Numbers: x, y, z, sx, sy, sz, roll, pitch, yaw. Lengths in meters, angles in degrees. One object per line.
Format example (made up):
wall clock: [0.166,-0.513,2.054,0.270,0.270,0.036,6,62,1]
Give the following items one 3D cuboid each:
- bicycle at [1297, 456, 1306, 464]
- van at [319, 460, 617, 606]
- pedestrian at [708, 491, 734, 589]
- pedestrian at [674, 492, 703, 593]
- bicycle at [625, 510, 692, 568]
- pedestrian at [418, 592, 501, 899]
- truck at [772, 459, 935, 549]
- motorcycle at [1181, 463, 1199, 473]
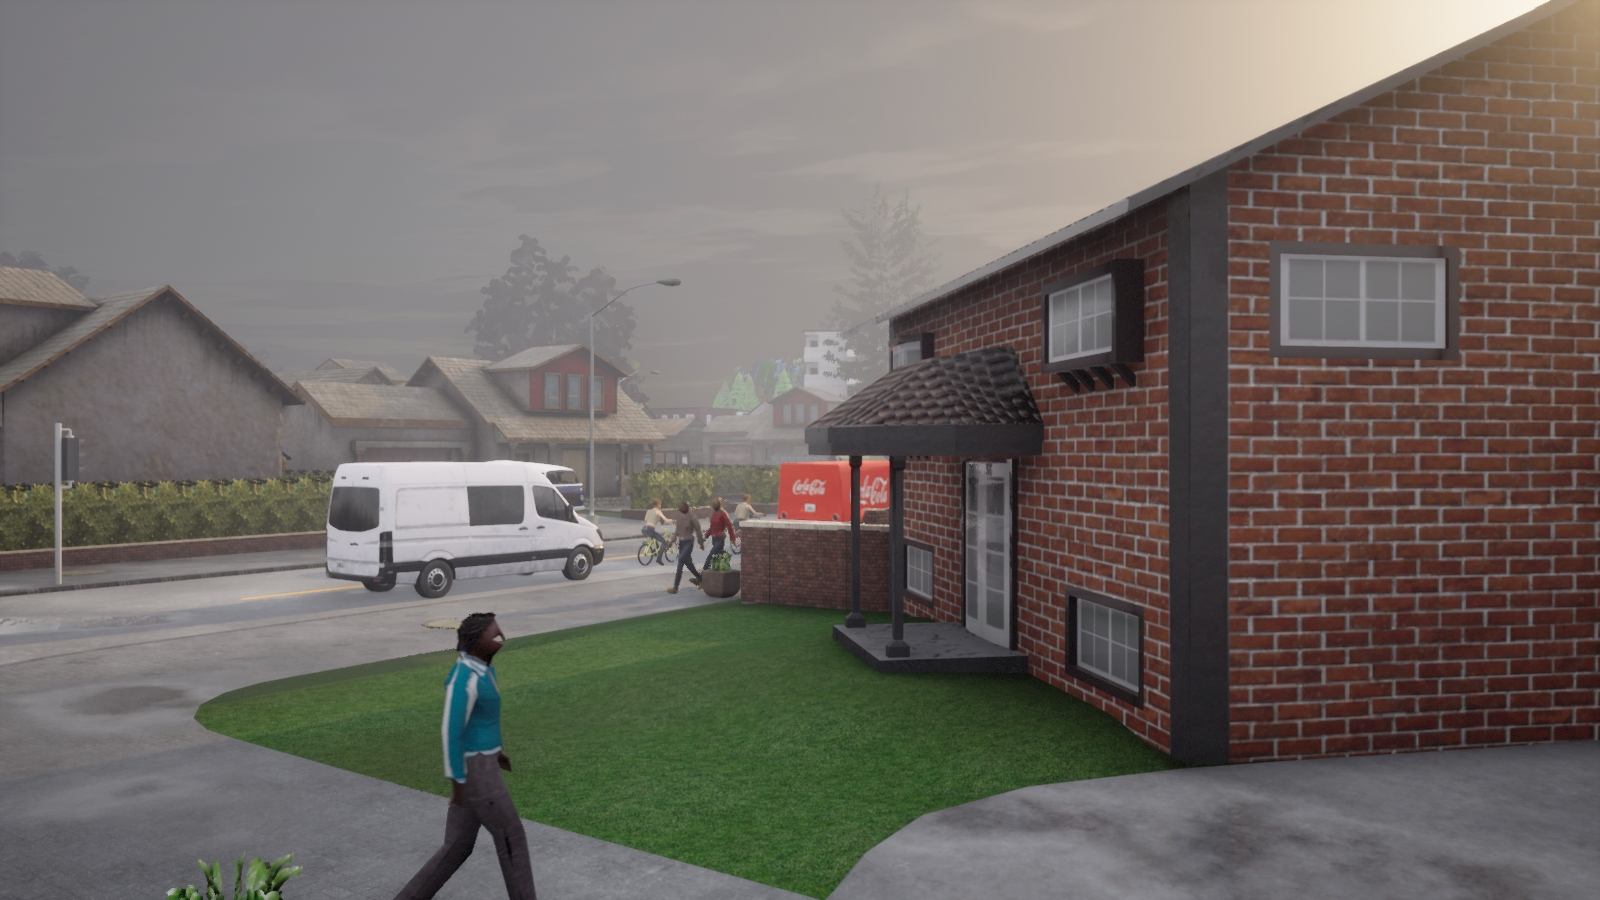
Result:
bicycle: [101.987,2.025,232.161,1.643,1.496,0.373,0,0,35]
van: [-6.589,1.522,23.474,1.988,2.561,5.915,0,0,36]
pedestrian: [-1.527,1.735,22.177,0.375,1.860,0.375,0,0,-31]
pedestrian: [-2.098,1.736,21.518,0.375,1.860,0.375,0,0,41]
bicycle: [-3.440,2.146,27.855,0.859,1.276,1.487,0,0,35]
pedestrian: [-1.874,1.742,6.308,0.375,1.860,0.375,0,0,-6]
truck: [1.749,1.560,35.306,2.627,2.467,5.204,0,0,35]
motorcycle: [47.455,2.161,139.026,2.033,1.199,0.803,0,0,35]
